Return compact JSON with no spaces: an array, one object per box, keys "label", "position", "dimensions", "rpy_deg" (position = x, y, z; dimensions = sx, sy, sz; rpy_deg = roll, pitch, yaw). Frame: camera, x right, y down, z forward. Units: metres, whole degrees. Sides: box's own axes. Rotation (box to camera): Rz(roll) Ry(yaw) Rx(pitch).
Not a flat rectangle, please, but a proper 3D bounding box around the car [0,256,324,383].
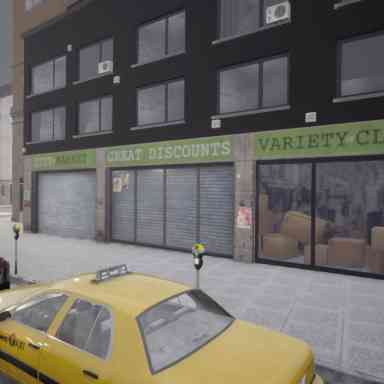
[{"label":"car","position":[-1.100,1.525,3.862],"dimensions":[4.829,1.417,1.752],"rpy_deg":[0,1,35]}]
